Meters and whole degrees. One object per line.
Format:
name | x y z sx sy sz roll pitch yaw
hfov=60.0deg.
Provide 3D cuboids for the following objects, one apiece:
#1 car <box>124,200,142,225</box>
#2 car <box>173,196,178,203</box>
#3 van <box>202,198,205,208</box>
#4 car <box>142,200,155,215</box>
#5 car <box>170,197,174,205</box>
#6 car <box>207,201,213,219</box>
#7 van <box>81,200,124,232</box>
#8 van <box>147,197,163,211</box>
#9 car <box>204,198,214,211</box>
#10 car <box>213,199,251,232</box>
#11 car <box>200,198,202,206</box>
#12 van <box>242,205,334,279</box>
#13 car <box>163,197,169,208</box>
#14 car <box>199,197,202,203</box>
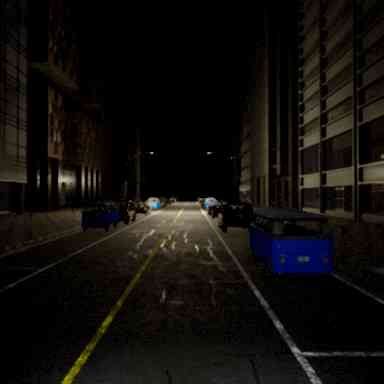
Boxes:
car | -5.767 1.567 26.881 2.192 1.841 5.009 0 -1 0
car | -5.782 2.478 94.189 1.947 1.339 4.313 0 -1 0
van | 2.753 1.805 49.328 1.690 1.788 3.998 0 -1 0
car | -5.770 1.909 38.098 2.008 1.369 4.403 0 -1 0
car | -5.778 2.260 77.192 1.752 1.417 4.829 0 -1 0
car | 2.756 1.849 32.500 1.887 1.381 4.507 0 -1 0
van | -5.766 1.541 21.272 1.690 1.788 3.998 0 -1 0
van | -5.772 1.806 49.318 1.690 1.788 3.998 0 -1 0
car | 2.755 1.797 38.110 1.967 1.590 4.097 0 -1 0
car | 2.759 1.514 21.284 2.192 1.841 5.009 0 -1 0
car | 2.752 2.062 54.936 1.887 1.381 4.507 0 -1 0
van | 2.761 1.435 10.066 1.690 1.788 3.998 0 -1 0
car | -5.774 2.011 60.536 1.967 1.590 4.097 0 -1 0
car | 2.751 2.136 60.544 1.947 1.339 4.313 0 -1 0
